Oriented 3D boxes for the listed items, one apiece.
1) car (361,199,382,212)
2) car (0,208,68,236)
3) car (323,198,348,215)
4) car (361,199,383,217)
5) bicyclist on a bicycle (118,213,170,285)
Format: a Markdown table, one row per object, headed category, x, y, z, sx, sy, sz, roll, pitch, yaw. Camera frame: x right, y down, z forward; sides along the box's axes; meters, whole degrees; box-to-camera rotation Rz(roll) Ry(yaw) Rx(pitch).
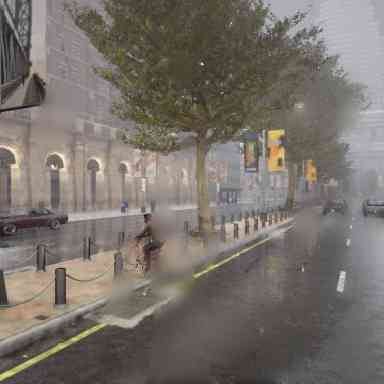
| category | x | y | z | sx | sy | sz | roll | pitch | yaw |
| --- | --- | --- | --- | --- | --- | --- | --- | --- | --- |
| car | 21.304 | 1.547 | 39.640 | 2.033 | 1.411 | 5.357 | 0 | 0 | 27 |
| car | -9.455 | 1.595 | 18.837 | 1.895 | 1.301 | 4.718 | 0 | 0 | 26 |
| car | 14.374 | 1.505 | 33.542 | 1.837 | 1.490 | 4.892 | 0 | 0 | 27 |
| car | 16.967 | 1.492 | 30.915 | 2.128 | 1.511 | 4.902 | 0 | 0 | 27 |
| bicyclist on a bicycle | -1.124 | 1.368 | 8.252 | 1.656 | 1.620 | 0.582 | 14 | 2 | 27 |
